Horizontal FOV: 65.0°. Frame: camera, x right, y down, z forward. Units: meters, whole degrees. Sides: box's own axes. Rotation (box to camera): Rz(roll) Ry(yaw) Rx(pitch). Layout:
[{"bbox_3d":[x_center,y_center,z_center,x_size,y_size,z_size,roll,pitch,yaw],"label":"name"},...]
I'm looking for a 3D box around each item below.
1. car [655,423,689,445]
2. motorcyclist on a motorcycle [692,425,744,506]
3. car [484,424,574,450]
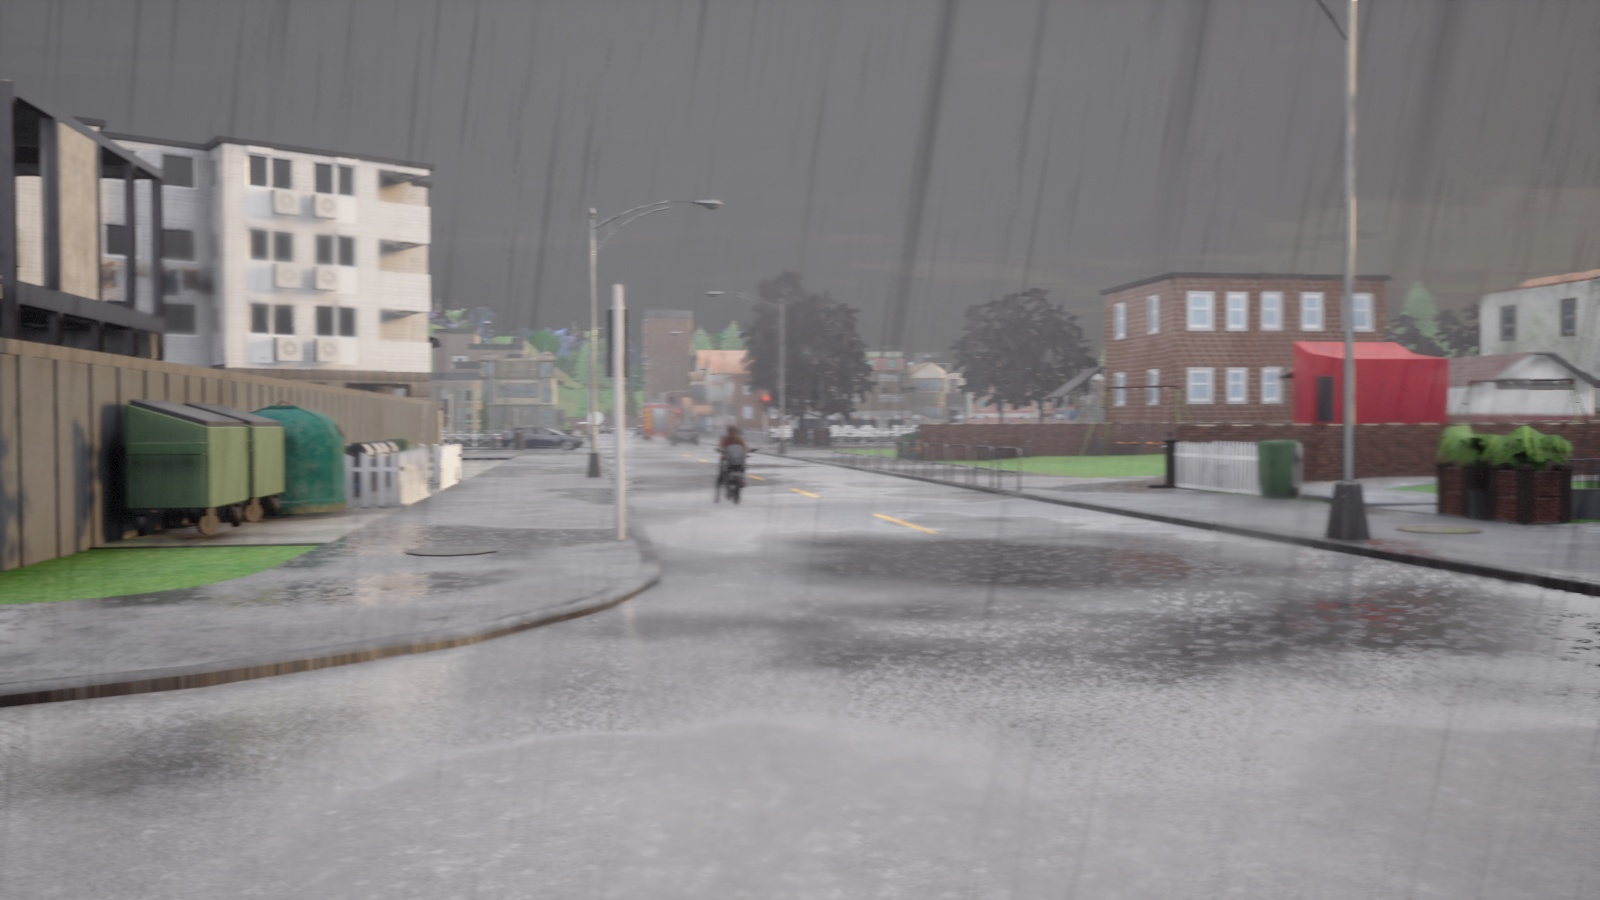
[{"bbox_3d":[-9.116,-1.151,88.992,2.128,1.511,4.902,0,1,-9],"label":"car"},{"bbox_3d":[-1.634,0.274,24.622,0.797,1.523,2.044,0,1,-10],"label":"motorcyclist on a motorcycle"},{"bbox_3d":[-15.739,-0.789,73.164,4.792,1.488,2.163,0,1,-2],"label":"car"}]
